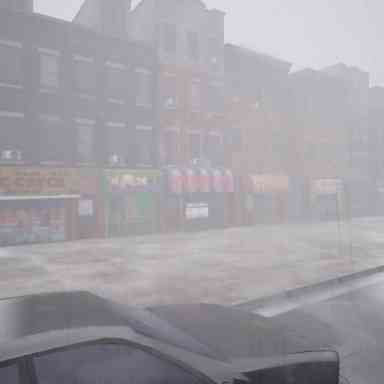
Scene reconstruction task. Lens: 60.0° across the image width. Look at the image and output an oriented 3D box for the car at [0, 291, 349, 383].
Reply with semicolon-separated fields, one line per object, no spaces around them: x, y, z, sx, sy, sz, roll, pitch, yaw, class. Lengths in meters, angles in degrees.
-1.112;1.547;2.372;5.357;1.411;2.033;0;0;-35;car
